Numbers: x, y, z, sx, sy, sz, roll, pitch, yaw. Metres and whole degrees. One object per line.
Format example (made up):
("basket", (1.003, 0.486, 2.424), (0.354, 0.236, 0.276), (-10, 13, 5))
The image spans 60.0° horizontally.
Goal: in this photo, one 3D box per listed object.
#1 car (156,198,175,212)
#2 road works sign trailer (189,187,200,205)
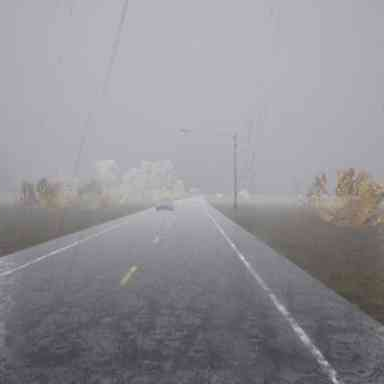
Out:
("car", (-3.403, 1.566, 42.819), (2.097, 1.767, 4.553), (0, 0, 1))
("road works sign trailer", (0.497, 0.823, 70.108), (2.380, 3.560, 2.880), (0, 0, 0))
